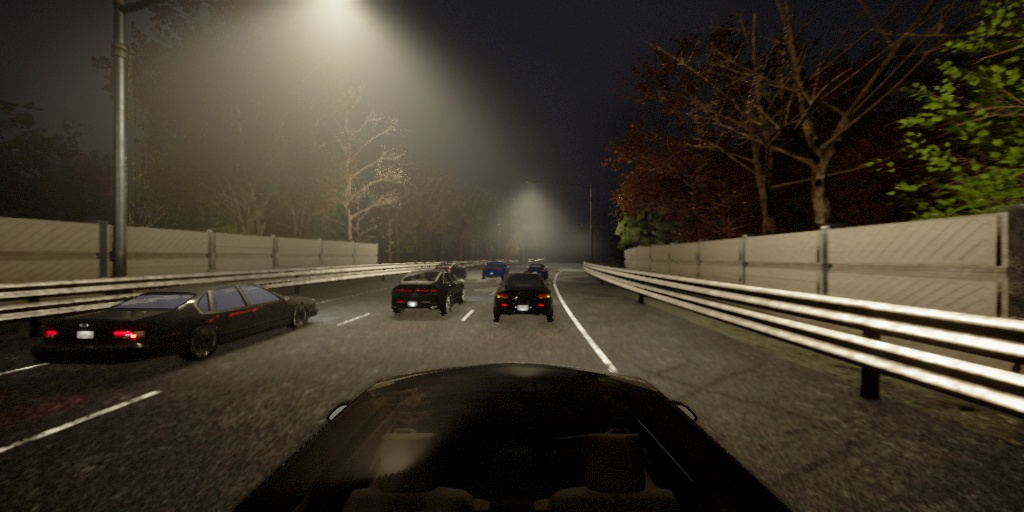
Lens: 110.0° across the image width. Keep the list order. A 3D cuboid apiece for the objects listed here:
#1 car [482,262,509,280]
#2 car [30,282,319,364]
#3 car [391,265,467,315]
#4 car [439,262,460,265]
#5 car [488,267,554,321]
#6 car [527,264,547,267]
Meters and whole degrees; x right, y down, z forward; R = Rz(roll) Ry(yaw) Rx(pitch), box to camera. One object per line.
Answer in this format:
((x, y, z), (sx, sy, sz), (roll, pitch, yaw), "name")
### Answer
((-1.339, 1.267, 31.736), (1.882, 1.535, 5.008), (0, 0, 7), "car")
((-6.780, 1.314, 8.274), (2.033, 1.411, 5.357), (0, 0, 2), "car")
((-3.007, 1.272, 13.707), (1.837, 1.490, 4.892), (0, 0, 3), "car")
((-5.097, 1.276, 29.813), (2.128, 1.511, 4.902), (0, 0, 7), "car")
((0.413, 1.287, 12.334), (1.812, 1.442, 4.674), (0, 0, 3), "car")
((2.198, 1.356, 31.772), (1.994, 1.385, 4.181), (0, 0, 7), "car")
